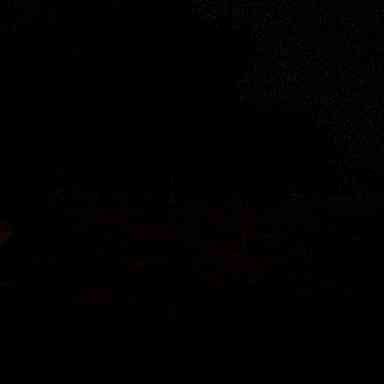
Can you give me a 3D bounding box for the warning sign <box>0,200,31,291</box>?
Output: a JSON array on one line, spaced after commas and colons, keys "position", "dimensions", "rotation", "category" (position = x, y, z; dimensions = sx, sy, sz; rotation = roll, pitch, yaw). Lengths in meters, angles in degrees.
[{"position": [-4.453, 1.119, 7.236], "dimensions": [1.060, 1.860, 1.300], "rotation": [2, 0, 37], "category": "warning sign"}]
